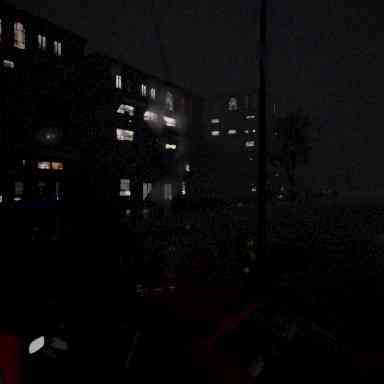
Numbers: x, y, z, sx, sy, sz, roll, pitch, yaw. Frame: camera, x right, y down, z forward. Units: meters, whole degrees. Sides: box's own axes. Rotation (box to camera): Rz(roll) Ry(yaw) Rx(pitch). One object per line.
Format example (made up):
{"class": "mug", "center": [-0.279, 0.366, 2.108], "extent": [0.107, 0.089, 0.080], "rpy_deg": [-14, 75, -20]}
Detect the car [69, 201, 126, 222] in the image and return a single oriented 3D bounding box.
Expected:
{"class": "car", "center": [-6.676, 1.329, 23.745], "extent": [1.947, 1.339, 4.313], "rpy_deg": [2, 2, 35]}

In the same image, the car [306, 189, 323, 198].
{"class": "car", "center": [25.122, 0.446, 69.464], "extent": [2.008, 1.369, 4.403], "rpy_deg": [2, 2, 35]}

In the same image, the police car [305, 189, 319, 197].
{"class": "police car", "center": [27.663, 0.191, 76.647], "extent": [1.930, 1.638, 5.238], "rpy_deg": [0, 1, 32]}

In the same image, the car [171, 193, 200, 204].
{"class": "car", "center": [-0.836, 0.910, 46.816], "extent": [1.947, 1.339, 4.313], "rpy_deg": [2, 2, 35]}

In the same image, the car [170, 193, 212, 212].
{"class": "car", "center": [-0.317, 1.132, 32.887], "extent": [1.887, 1.381, 4.507], "rpy_deg": [2, 2, 35]}

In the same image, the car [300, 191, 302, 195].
{"class": "car", "center": [27.781, 0.115, 87.963], "extent": [1.887, 1.381, 4.507], "rpy_deg": [2, 2, 35]}

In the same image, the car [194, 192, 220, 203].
{"class": "car", "center": [2.343, 0.808, 51.388], "extent": [2.008, 1.369, 4.403], "rpy_deg": [2, 2, 35]}

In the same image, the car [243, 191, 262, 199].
{"class": "car", "center": [11.786, 0.526, 64.963], "extent": [1.752, 1.417, 4.829], "rpy_deg": [2, 2, 35]}

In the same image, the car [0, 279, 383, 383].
{"class": "car", "center": [-0.316, 1.544, 3.095], "extent": [4.507, 1.381, 1.887], "rpy_deg": [0, 0, 36]}

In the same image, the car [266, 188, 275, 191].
{"class": "car", "center": [13.187, 0.357, 57.029], "extent": [2.150, 2.045, 5.566], "rpy_deg": [1, 1, 35]}

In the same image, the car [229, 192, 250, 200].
{"class": "car", "center": [8.703, 0.650, 60.533], "extent": [1.947, 1.339, 4.313], "rpy_deg": [2, 2, 35]}

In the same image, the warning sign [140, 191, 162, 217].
{"class": "warning sign", "center": [-3.057, 0.851, 24.823], "extent": [1.300, 1.860, 1.060], "rpy_deg": [-1, 0, 35]}

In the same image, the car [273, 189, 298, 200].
{"class": "car", "center": [15.680, 0.676, 55.886], "extent": [1.752, 1.417, 4.829], "rpy_deg": [2, 2, 35]}

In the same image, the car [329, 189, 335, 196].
{"class": "car", "center": [34.662, 0.080, 83.176], "extent": [1.967, 1.590, 4.097], "rpy_deg": [2, 2, 35]}

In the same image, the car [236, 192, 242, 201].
{"class": "car", "center": [7.563, 0.816, 48.861], "extent": [1.812, 1.442, 4.674], "rpy_deg": [1, 1, 35]}

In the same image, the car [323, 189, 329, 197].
{"class": "car", "center": [28.301, 0.361, 74.034], "extent": [2.008, 1.369, 4.403], "rpy_deg": [2, 2, 35]}

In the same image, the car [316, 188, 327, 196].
{"class": "car", "center": [33.119, -0.033, 84.768], "extent": [2.097, 1.767, 4.553], "rpy_deg": [0, 1, 28]}

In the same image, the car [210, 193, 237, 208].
{"class": "car", "center": [2.863, 1.051, 37.459], "extent": [2.008, 1.369, 4.403], "rpy_deg": [2, 2, 35]}

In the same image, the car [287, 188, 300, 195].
{"class": "car", "center": [24.604, -0.029, 83.385], "extent": [2.192, 1.841, 5.009], "rpy_deg": [2, 2, 35]}

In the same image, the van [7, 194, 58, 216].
{"class": "van", "center": [-13.553, 1.035, 28.523], "extent": [1.690, 1.788, 3.998], "rpy_deg": [2, 2, 35]}

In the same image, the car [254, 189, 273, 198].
{"class": "car", "center": [15.066, 0.227, 69.670], "extent": [2.192, 1.841, 5.009], "rpy_deg": [2, 2, 35]}

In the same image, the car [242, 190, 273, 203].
{"class": "car", "center": [9.223, 0.877, 46.603], "extent": [2.008, 1.369, 4.403], "rpy_deg": [2, 2, 35]}
